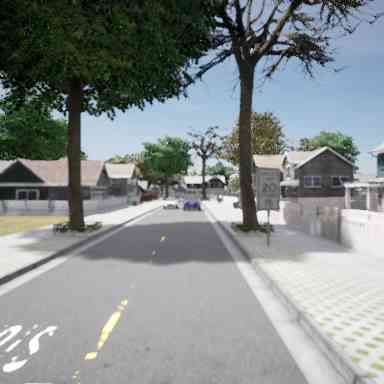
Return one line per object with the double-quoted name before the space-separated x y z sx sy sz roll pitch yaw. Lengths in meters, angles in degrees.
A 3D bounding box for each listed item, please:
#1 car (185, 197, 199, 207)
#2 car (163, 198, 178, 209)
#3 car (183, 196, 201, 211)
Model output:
"car" -0.012 1.500 50.546 1.994 1.385 4.181 0 0 0
"car" -2.761 1.470 43.949 1.812 1.442 4.674 0 0 0
"car" -0.010 1.301 40.133 2.097 1.767 4.553 0 0 0
